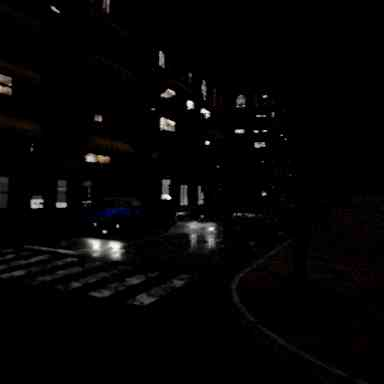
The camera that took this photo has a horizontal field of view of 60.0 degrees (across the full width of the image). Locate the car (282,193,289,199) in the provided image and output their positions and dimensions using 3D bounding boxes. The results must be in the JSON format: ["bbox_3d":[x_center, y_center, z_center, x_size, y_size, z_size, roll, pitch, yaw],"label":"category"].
[{"bbox_3d":[15.402,1.362,59.004,1.752,1.417,4.829,2,1,27],"label":"car"}]

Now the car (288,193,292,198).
[{"bbox_3d":[18.006,1.153,64.119,2.192,1.841,5.009,2,1,27],"label":"car"}]

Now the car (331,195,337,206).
[{"bbox_3d":[20.506,1.496,50.548,1.752,1.417,4.829,2,1,27],"label":"car"}]

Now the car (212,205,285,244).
[{"bbox_3d":[2.782,1.538,15.631,1.947,1.339,4.313,2,1,27],"label":"car"}]

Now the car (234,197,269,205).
[{"bbox_3d":[6.389,1.403,35.522,1.812,1.442,4.674,1,1,27],"label":"car"}]

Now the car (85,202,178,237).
[{"bbox_3d":[-2.744,1.427,17.527,2.033,1.411,5.357,1,0,28],"label":"car"}]

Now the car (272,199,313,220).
[{"bbox_3d":[7.824,1.515,25.562,1.887,1.381,4.507,2,1,27],"label":"car"}]

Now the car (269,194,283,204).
[{"bbox_3d":[12.957,1.402,54.190,1.947,1.339,4.313,2,1,27],"label":"car"}]

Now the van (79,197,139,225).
[{"bbox_3d":[-4.683,1.179,19.421,1.690,1.788,3.998,2,1,27],"label":"van"}]

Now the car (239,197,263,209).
[{"bbox_3d":[7.915,1.386,44.256,2.008,1.369,4.403,2,1,27],"label":"car"}]

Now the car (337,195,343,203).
[{"bbox_3d":[30.971,1.448,71.917,1.882,1.535,5.008,1,0,27],"label":"car"}]

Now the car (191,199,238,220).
[{"bbox_3d":[1.738,1.478,26.394,1.895,1.301,4.718,1,0,27],"label":"car"}]

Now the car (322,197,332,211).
[{"bbox_3d":[15.387,1.520,40.463,2.008,1.369,4.403,2,1,27],"label":"car"}]

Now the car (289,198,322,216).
[{"bbox_3d":[10.345,1.520,30.529,2.008,1.369,4.403,2,1,27],"label":"car"}]
